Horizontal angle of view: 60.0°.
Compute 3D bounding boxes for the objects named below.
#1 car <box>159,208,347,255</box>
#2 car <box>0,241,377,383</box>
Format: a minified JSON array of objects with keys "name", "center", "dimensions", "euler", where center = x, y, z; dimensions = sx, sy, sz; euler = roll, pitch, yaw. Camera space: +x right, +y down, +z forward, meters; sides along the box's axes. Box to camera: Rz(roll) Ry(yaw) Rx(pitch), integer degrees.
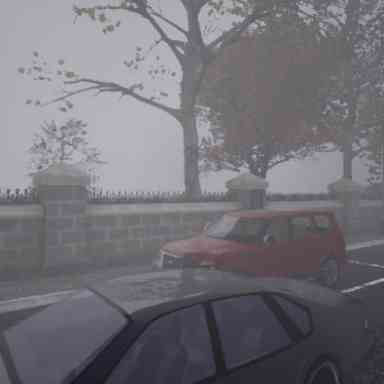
[{"name":"car","center":[1.575,1.339,7.694],"dimensions":[5.009,1.841,2.192],"euler":[0,0,-36]},{"name":"car","center":[-0.341,1.553,3.138],"dimensions":[5.357,1.411,2.033],"euler":[0,0,-36]}]
